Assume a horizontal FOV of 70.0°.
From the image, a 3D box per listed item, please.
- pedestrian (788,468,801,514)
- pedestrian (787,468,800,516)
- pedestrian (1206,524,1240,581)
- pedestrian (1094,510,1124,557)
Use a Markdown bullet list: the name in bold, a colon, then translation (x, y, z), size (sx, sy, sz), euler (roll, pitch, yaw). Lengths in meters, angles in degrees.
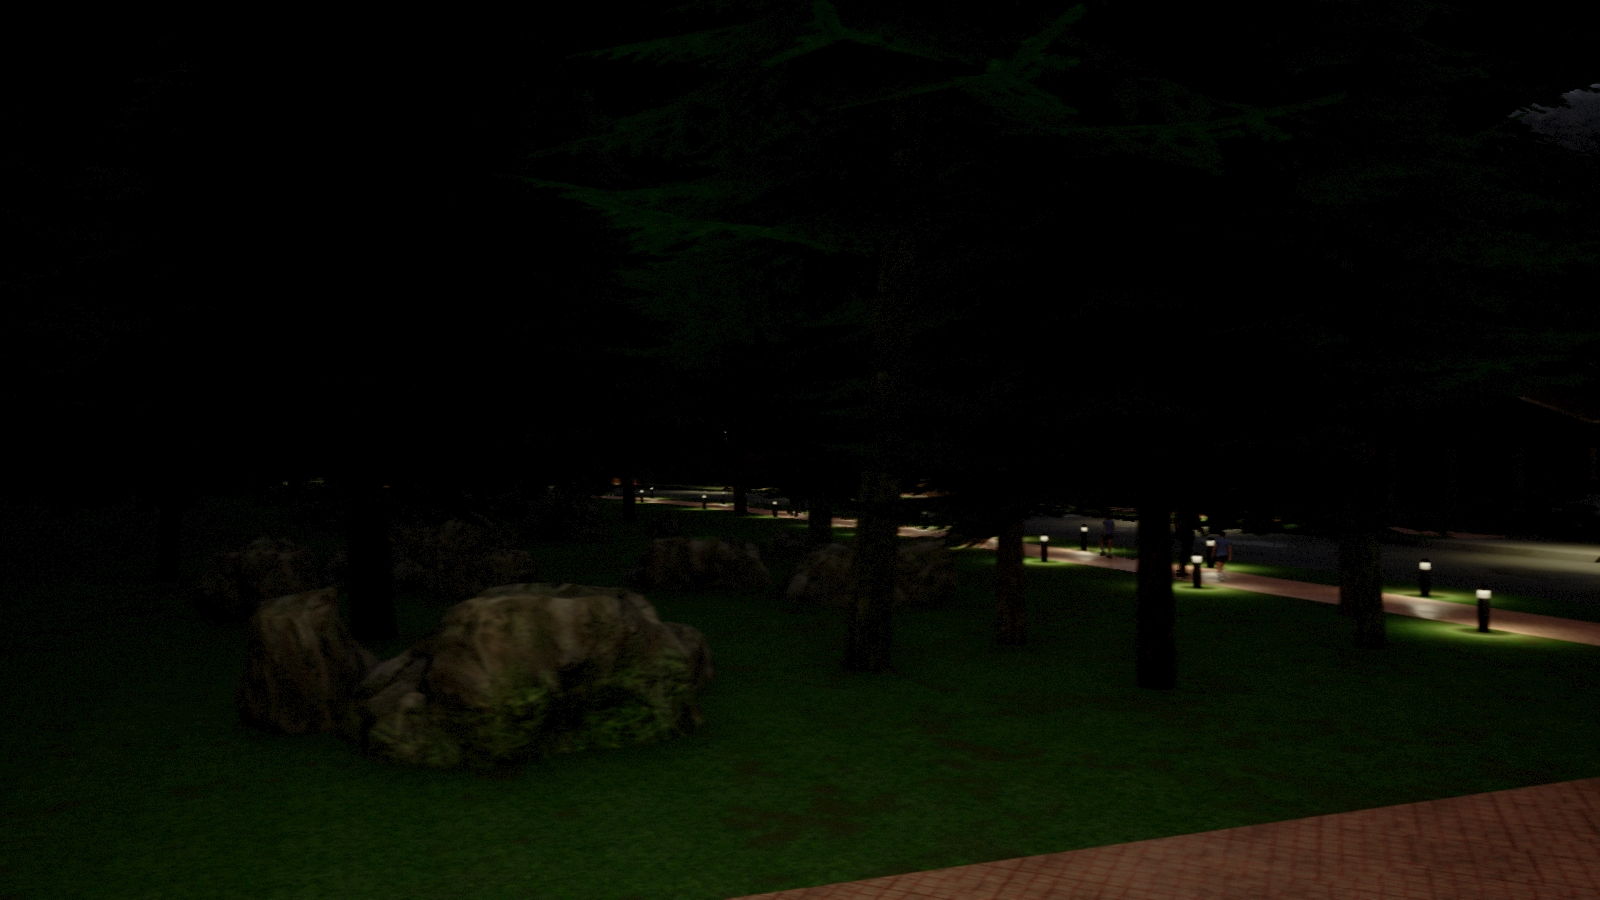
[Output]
- **pedestrian**: translation (-0.239, 1.662, 46.353), size (0.375, 1.860, 0.375), euler (0, 0, -39)
- **pedestrian**: translation (-0.275, 1.665, 45.339), size (0.375, 1.860, 0.375), euler (0, 0, -31)
- **pedestrian**: translation (8.445, 2.043, 22.811), size (0.500, 1.100, 0.500), euler (0, 0, 0)
- **pedestrian**: translation (7.571, 2.044, 28.007), size (0.500, 1.100, 0.500), euler (0, 0, -23)
